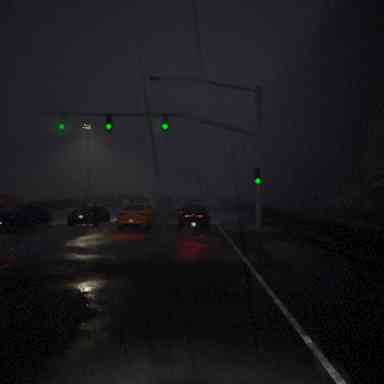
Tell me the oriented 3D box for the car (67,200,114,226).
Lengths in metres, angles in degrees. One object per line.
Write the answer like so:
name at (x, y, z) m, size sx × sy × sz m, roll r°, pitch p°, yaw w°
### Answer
car at (-6.897, 1.503, 22.654) m, size 1.994 × 1.385 × 4.181 m, roll 0°, pitch 0°, yaw 0°

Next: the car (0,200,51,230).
car at (-10.415, 1.477, 20.471) m, size 1.812 × 1.442 × 4.674 m, roll 0°, pitch 0°, yaw 0°

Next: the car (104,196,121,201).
car at (-10.268, 1.258, 43.247) m, size 1.882 × 1.535 × 5.008 m, roll 0°, pitch 1°, yaw 0°

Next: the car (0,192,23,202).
car at (-20.926, 1.080, 35.627) m, size 2.150 × 2.045 × 5.566 m, roll 0°, pitch 0°, yaw 0°

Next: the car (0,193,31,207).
car at (-24.349, 1.101, 45.684) m, size 2.097 × 1.767 × 4.553 m, roll 0°, pitch 1°, yaw 0°

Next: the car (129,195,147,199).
car at (-6.780, 1.152, 41.591) m, size 2.097 × 1.767 × 4.553 m, roll 0°, pitch 1°, yaw 0°

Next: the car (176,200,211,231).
car at (0.100, 1.466, 20.267) m, size 1.837 × 1.490 × 4.892 m, roll 0°, pitch 0°, yaw 0°

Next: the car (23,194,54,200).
car at (-20.848, 1.099, 45.820) m, size 2.097 × 1.767 × 4.553 m, roll 0°, pitch 1°, yaw 0°

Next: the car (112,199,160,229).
car at (-3.400, 1.428, 21.033) m, size 1.882 × 1.535 × 5.008 m, roll 0°, pitch 0°, yaw 0°

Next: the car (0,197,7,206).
car at (-27.848, 1.346, 45.902) m, size 1.895 × 1.301 × 4.718 m, roll 0°, pitch 1°, yaw 0°

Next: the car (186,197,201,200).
car at (0.230, 1.350, 42.876) m, size 1.994 × 1.385 × 4.181 m, roll 0°, pitch 1°, yaw 0°

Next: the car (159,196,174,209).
car at (-3.282, 1.308, 41.359) m, size 1.837 × 1.490 × 4.892 m, roll 0°, pitch 1°, yaw 0°
